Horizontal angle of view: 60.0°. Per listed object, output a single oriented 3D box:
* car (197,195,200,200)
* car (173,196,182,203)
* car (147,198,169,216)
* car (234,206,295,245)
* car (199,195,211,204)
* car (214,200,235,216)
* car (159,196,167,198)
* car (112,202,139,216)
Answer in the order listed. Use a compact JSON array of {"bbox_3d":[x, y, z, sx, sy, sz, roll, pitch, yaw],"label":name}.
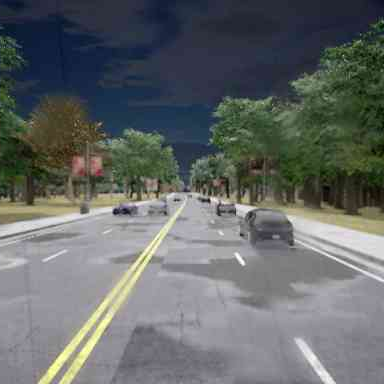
[{"bbox_3d":[3.139,1.824,84.789,2.163,1.488,4.792,0,0,0],"label":"car"},{"bbox_3d":[-3.306,1.662,74.854,2.033,1.411,5.357,0,0,0],"label":"car"},{"bbox_3d":[-3.347,1.626,33.683,1.812,1.442,4.674,0,0,0],"label":"car"},{"bbox_3d":[3.351,1.537,15.599,1.837,1.490,4.892,0,0,0],"label":"car"},{"bbox_3d":[3.198,1.752,73.748,1.882,1.535,5.008,0,0,0],"label":"car"},{"bbox_3d":[3.348,1.592,33.675,2.128,1.511,4.902,0,0,0],"label":"car"},{"bbox_3d":[-6.557,1.622,74.839,1.837,1.490,4.892,0,0,0],"label":"car"},{"bbox_3d":[-6.600,1.699,33.233,1.895,1.301,4.718,0,0,0],"label":"car"}]
